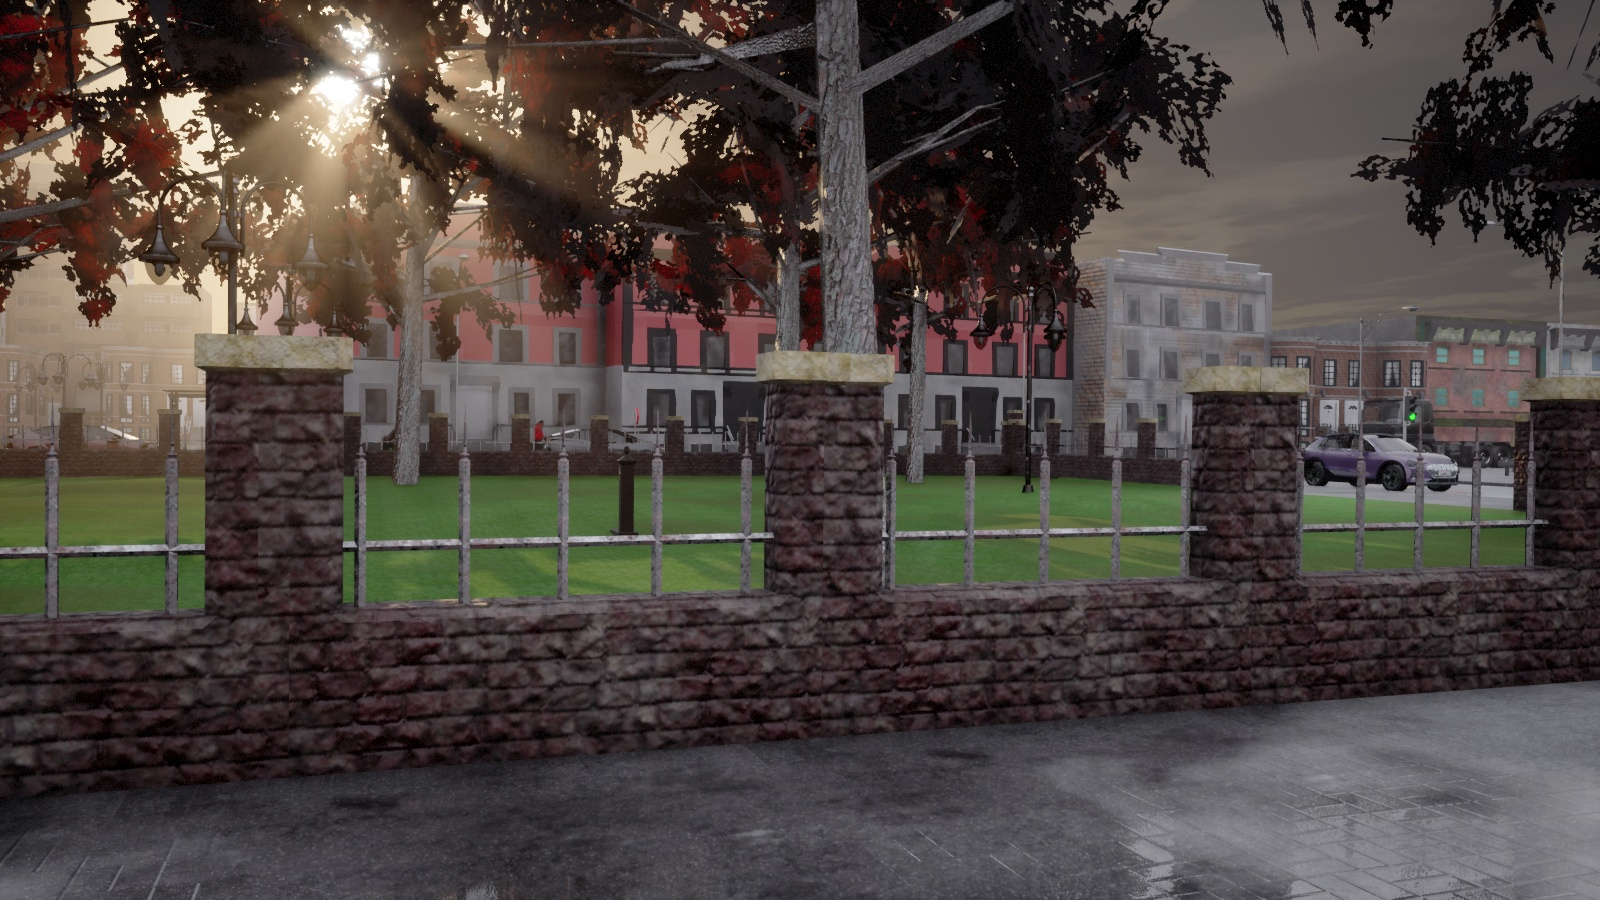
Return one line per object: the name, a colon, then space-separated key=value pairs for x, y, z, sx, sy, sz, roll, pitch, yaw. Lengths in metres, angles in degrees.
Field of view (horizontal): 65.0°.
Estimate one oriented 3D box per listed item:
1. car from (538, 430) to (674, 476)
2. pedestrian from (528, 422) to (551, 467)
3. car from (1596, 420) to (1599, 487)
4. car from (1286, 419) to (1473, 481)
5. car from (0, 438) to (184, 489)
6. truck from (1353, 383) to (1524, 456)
car: x=-6.960 y=0.089 z=44.948 sx=4.514 sy=1.525 sz=2.007 roll=-1 pitch=1 yaw=-18
pedestrian: x=-10.924 y=-0.232 z=52.696 sx=0.899 sy=1.844 sz=0.634 roll=-1 pitch=1 yaw=-13
car: x=19.865 y=0.094 z=26.833 sx=2.007 sy=1.525 sz=4.514 roll=-1 pitch=1 yaw=-21
car: x=16.602 y=-0.041 z=36.265 sx=2.033 sy=1.649 sz=4.856 roll=-1 pitch=1 yaw=-21
car: x=-22.267 y=0.393 z=39.680 sx=4.792 sy=1.488 sz=2.163 roll=-1 pitch=1 yaw=-19
truck: x=31.763 y=-1.543 z=62.450 sx=7.936 sy=3.462 sz=2.891 roll=-1 pitch=1 yaw=-19
